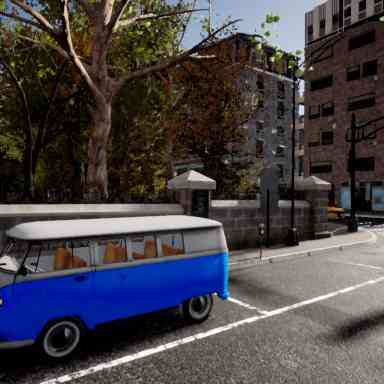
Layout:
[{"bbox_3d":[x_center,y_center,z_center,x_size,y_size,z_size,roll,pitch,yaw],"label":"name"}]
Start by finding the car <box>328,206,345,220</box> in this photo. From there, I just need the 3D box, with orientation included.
[{"bbox_3d":[9.484,1.378,26.272,1.882,1.535,5.008,1,-1,-36],"label":"car"}]

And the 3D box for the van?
[{"bbox_3d":[-1.220,1.342,5.631,3.998,1.788,1.690,0,1,-36],"label":"van"}]
